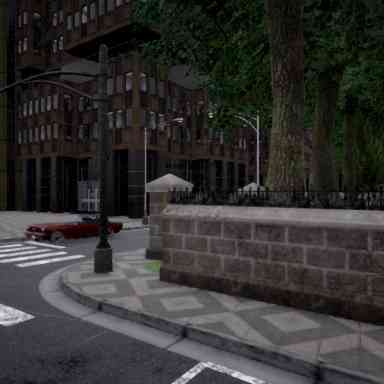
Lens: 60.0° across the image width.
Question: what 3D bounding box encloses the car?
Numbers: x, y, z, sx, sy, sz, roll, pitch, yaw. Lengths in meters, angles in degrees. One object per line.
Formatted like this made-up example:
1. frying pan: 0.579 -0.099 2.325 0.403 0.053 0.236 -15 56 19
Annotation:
1. car: -5.991 1.843 17.220 1.895 1.301 4.718 0 -1 39
